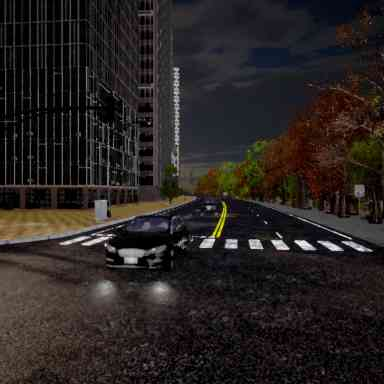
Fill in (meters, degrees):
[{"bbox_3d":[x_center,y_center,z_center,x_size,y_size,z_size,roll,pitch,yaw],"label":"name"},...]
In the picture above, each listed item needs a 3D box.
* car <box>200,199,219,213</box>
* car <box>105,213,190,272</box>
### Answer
[{"bbox_3d":[2.030,1.505,37.571,2.128,1.511,4.902,0,0,6],"label":"car"},{"bbox_3d":[-1.246,1.498,10.993,2.128,1.511,4.902,0,0,8],"label":"car"}]
